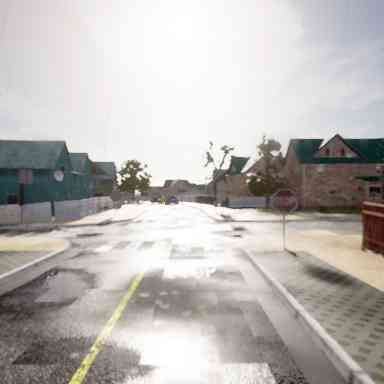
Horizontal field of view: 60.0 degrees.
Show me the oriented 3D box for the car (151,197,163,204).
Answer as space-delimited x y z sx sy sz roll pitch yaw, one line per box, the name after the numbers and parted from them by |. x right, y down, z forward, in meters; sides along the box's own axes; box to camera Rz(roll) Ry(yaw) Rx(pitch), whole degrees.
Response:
-7.332 1.719 67.310 1.837 1.490 4.892 0 -1 -10 | car

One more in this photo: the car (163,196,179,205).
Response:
-3.859 1.532 63.638 2.097 1.767 4.553 0 0 -10 | car

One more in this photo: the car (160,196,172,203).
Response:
-5.816 1.672 73.570 1.882 1.535 5.008 0 -1 -12 | car
